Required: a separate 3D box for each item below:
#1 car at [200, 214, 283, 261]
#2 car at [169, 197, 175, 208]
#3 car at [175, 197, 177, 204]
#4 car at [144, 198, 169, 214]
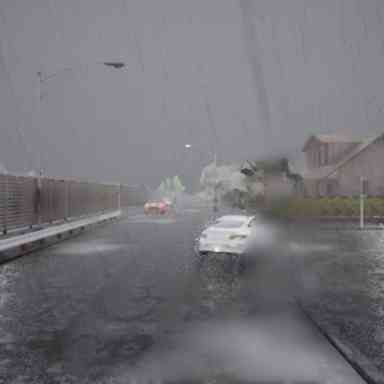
[{"bbox_3d":[1.906,1.566,12.471,1.812,1.442,4.674,-1,-1,29],"label":"car"},{"bbox_3d":[-4.055,1.691,51.555,1.812,1.442,4.674,0,0,0],"label":"car"},{"bbox_3d":[-3.985,1.702,66.821,2.128,1.511,4.902,0,0,0],"label":"car"},{"bbox_3d":[-4.083,1.472,37.397,2.097,1.767,4.553,0,0,0],"label":"car"}]
